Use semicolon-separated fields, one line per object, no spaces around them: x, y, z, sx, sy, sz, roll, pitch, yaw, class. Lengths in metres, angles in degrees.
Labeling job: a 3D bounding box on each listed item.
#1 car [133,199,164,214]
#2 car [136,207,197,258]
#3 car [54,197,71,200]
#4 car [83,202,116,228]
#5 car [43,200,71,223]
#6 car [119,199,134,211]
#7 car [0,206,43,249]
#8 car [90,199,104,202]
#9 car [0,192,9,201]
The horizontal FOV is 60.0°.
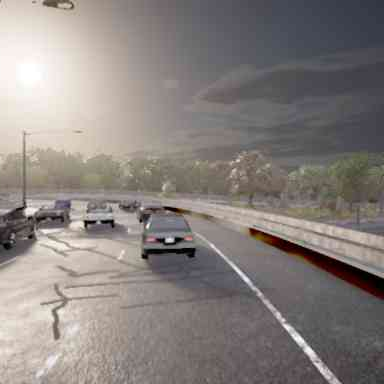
-3.141;1.431;25.071;1.837;1.490;4.892;0;1;-13;car
-0.963;1.507;12.616;2.033;1.411;5.357;0;0;-7;car
-17.275;1.385;44.445;1.882;1.535;5.008;0;0;-25;car
-6.017;1.546;22.004;1.895;1.301;4.718;0;0;-12;car
-10.317;1.551;24.926;1.895;1.301;4.718;0;0;-14;car
-7.501;1.492;39.277;1.895;1.301;4.718;0;0;-20;car
-8.165;1.485;14.251;1.837;1.490;4.892;0;1;-10;car
-11.178;1.505;39.099;1.895;1.301;4.718;0;0;-21;car
-47.521;1.106;82.590;5.566;2.045;2.150;0;0;36;car
